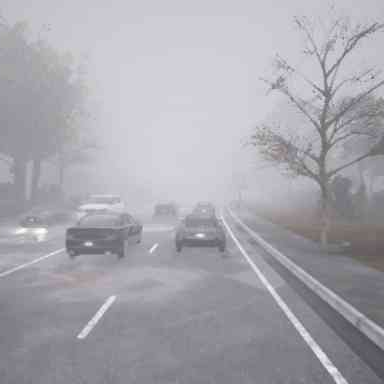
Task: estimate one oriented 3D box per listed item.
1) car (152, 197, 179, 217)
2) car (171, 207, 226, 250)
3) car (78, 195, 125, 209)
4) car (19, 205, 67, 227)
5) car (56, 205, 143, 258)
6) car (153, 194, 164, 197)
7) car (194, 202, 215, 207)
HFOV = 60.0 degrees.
[{"bbox_3d":[-2.302,1.488,31.522,1.882,1.535,5.008,0,0,4],"label":"car"},{"bbox_3d":[0.372,1.570,14.269,1.994,1.385,4.181,0,0,2],"label":"car"},{"bbox_3d":[-6.439,1.229,24.149,2.150,2.045,5.566,0,0,3],"label":"car"},{"bbox_3d":[-9.994,1.565,22.868,1.994,1.385,4.181,0,0,3],"label":"car"},{"bbox_3d":[-3.175,1.480,12.919,1.882,1.535,5.008,0,0,2],"label":"car"},{"bbox_3d":[-6.323,1.199,63.715,1.812,1.442,4.674,0,0,7],"label":"car"},{"bbox_3d":[1.143,1.577,30.475,1.994,1.385,4.181,0,0,4],"label":"car"}]
